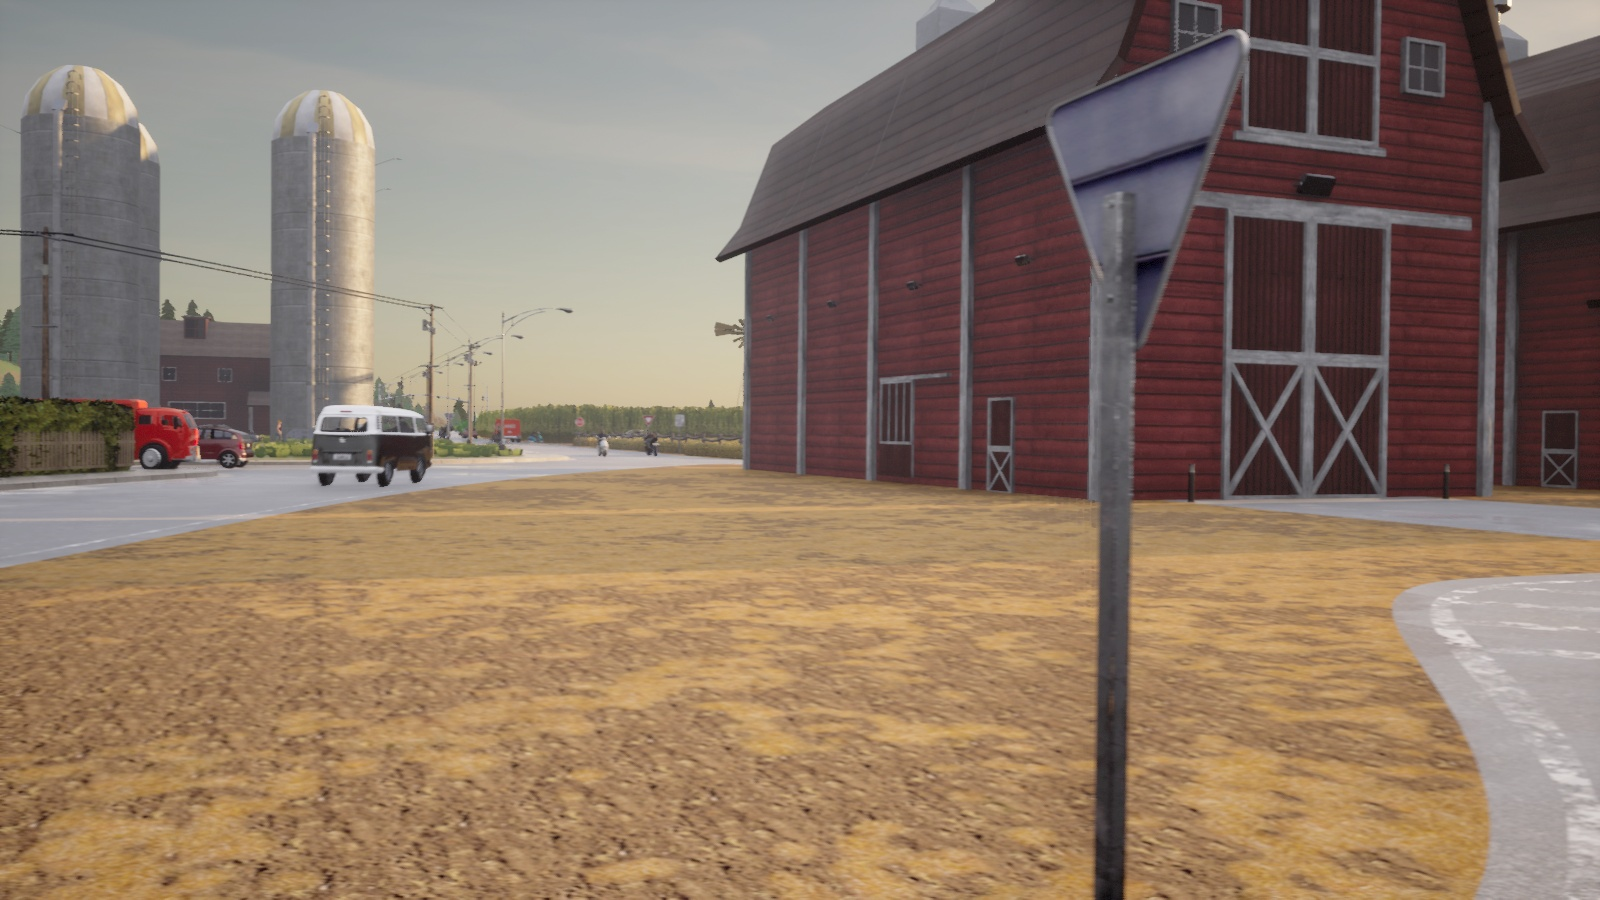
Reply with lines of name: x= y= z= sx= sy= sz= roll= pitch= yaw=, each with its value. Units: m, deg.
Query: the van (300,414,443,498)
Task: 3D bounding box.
van: x=-11.092 y=0.120 z=32.874 sx=2.069 sy=2.038 sz=4.480 roll=-1 pitch=1 yaw=2

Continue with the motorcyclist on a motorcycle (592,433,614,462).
motorcyclist on a motorcycle: x=-11.307 y=-0.150 z=71.941 sx=0.866 sy=1.590 sz=1.817 roll=-1 pitch=1 yaw=-22

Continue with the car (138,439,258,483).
car: x=-22.523 y=0.392 z=47.090 sx=3.705 sy=1.549 sz=1.789 roll=-1 pitch=1 yaw=-10

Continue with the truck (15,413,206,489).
truck: x=-23.485 y=0.002 z=43.027 sx=5.204 sy=2.467 sz=2.627 roll=-1 pitch=1 yaw=-14

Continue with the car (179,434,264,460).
car: x=-38.710 y=-0.236 z=84.130 sx=5.027 sy=1.651 sz=2.152 roll=-1 pitch=1 yaw=-22

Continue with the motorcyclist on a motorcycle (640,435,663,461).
motorcyclist on a motorcycle: x=-8.891 y=-0.147 z=75.231 sx=0.866 sy=1.530 sz=2.191 roll=-1 pitch=1 yaw=-21
